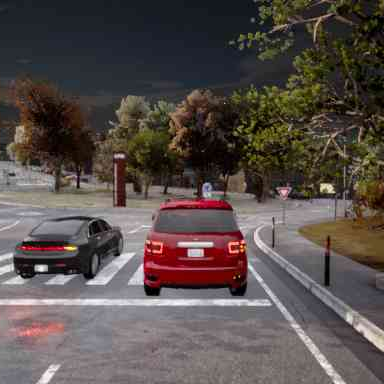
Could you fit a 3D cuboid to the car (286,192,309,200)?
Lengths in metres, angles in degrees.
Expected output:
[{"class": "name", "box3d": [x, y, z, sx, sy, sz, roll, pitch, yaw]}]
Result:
[{"class": "car", "box3d": [19.472, 0.631, 61.987, 2.033, 1.411, 5.357, -1, 2, -21]}]

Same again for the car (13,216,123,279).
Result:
[{"class": "car", "box3d": [-3.387, 1.473, 9.974, 1.837, 1.490, 4.892, 0, 0, 1]}]

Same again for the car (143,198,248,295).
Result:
[{"class": "car", "box3d": [0.067, 1.197, 8.792, 2.150, 2.045, 5.566, 0, 0, 0]}]

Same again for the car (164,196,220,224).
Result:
[{"class": "car", "box3d": [0.092, 1.243, 24.637, 2.097, 1.767, 4.553, 3, 1, 30]}]

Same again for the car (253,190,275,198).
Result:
[{"class": "car", "box3d": [14.122, 0.322, 65.463, 2.097, 1.767, 4.553, -1, 3, -28]}]
